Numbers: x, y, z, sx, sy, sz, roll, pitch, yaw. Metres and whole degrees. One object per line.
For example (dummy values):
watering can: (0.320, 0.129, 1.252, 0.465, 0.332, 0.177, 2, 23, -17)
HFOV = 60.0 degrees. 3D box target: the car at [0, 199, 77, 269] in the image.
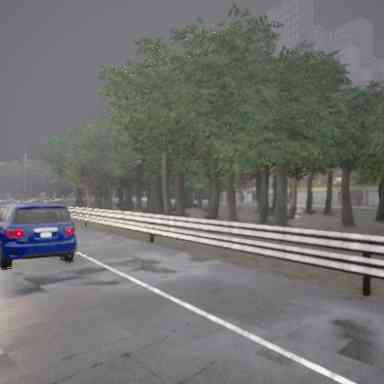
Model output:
car: (-5.881, 1.398, 12.089, 2.150, 2.045, 5.566, 0, -1, -35)

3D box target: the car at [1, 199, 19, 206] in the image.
car: (-40.920, 2.413, 74.840, 2.128, 1.511, 4.902, 0, -1, -10)
